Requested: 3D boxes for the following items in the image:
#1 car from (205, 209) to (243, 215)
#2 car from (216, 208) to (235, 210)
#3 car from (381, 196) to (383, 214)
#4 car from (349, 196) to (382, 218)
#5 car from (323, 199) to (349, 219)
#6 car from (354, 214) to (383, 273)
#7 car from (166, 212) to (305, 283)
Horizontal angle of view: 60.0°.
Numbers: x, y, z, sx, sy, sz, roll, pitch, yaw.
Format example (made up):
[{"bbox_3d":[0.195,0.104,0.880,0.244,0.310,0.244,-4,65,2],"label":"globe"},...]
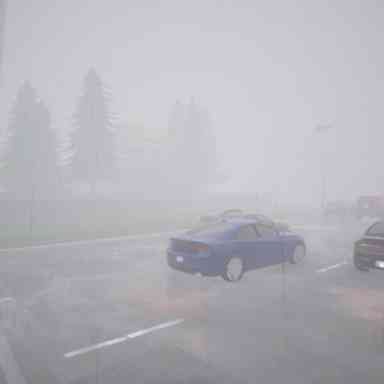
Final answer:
[{"bbox_3d":[2.558,1.685,15.633,5.357,1.411,2.033,0,-1,-44],"label":"car"},{"bbox_3d":[2.360,1.712,20.335,4.674,1.442,1.812,1,-1,-44],"label":"car"},{"bbox_3d":[15.396,1.325,23.037,5.566,2.045,2.150,0,-1,-44],"label":"car"},{"bbox_3d":[15.725,1.366,28.179,5.566,2.045,2.150,1,-2,-43],"label":"car"},{"bbox_3d":[14.421,1.551,31.763,4.553,1.767,2.097,0,-1,-43],"label":"car"},{"bbox_3d":[6.495,1.552,9.871,4.892,1.490,1.837,0,-1,-42],"label":"car"},{"bbox_3d":[1.545,1.569,10.113,5.008,1.535,1.882,0,-1,-41],"label":"car"}]
